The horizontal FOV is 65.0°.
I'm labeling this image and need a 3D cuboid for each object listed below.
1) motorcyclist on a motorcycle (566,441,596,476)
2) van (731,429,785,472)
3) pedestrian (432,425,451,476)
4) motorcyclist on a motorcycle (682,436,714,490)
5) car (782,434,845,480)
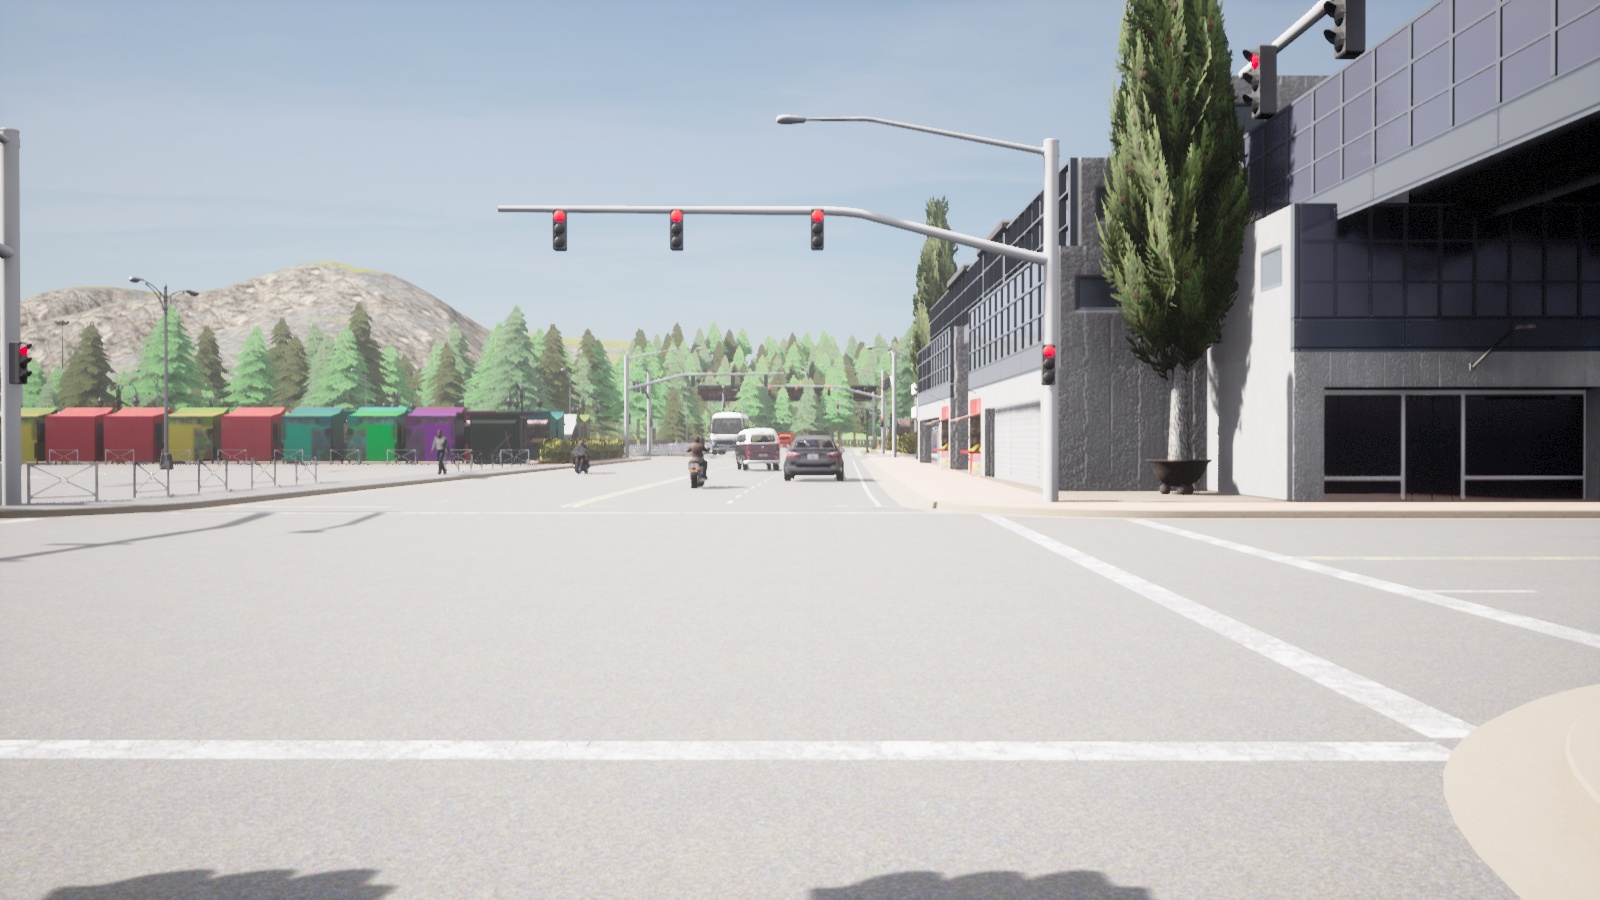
[{"bbox_3d":[-9.646,0.348,55.479,0.866,1.530,2.191,0,0,2],"label":"motorcyclist on a motorcycle"},{"bbox_3d":[-2.102,-0.005,61.647,2.069,2.038,4.480,0,1,-9],"label":"van"},{"bbox_3d":[-13.708,0.026,47.970,0.423,1.949,0.788,0,0,7],"label":"pedestrian"},{"bbox_3d":[-3.197,0.391,39.535,0.766,1.649,2.350,0,0,2],"label":"motorcyclist on a motorcycle"},{"bbox_3d":[0.559,0.230,47.021,2.242,1.667,4.611,0,0,2],"label":"car"}]
